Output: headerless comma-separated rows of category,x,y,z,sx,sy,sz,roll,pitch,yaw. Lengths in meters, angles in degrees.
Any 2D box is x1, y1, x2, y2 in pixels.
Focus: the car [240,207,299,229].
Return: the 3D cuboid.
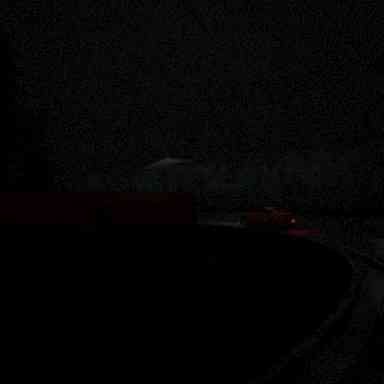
car,5.695,1.896,25.158,1.882,1.535,5.008,2,-2,-32
